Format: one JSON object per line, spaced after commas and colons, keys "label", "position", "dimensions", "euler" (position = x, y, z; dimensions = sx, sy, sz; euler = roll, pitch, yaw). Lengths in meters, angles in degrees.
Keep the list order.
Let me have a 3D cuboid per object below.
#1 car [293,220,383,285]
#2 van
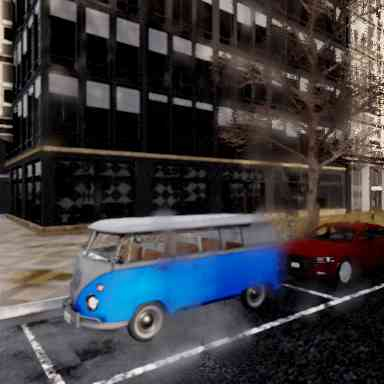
{"label": "car", "position": [4.346, 1.525, 9.430], "dimensions": [4.507, 1.381, 1.887], "euler": [0, 0, -36]}
{"label": "van", "position": [-0.152, 1.334, 6.184], "dimensions": [3.998, 1.788, 1.690], "euler": [0, 0, -36]}
